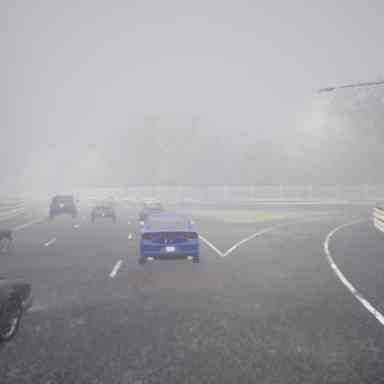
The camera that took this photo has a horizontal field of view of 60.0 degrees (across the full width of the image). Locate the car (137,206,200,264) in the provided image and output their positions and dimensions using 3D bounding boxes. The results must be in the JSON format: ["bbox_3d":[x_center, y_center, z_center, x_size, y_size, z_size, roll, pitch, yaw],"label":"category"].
[{"bbox_3d":[-0.872,1.489,12.017,1.882,1.535,5.008,0,0,-6],"label":"car"}]

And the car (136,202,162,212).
[{"bbox_3d":[-3.164,1.522,25.387,2.128,1.511,4.902,0,0,-13],"label":"car"}]

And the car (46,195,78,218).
[{"bbox_3d":[-11.916,1.293,31.032,2.150,2.045,5.566,0,0,-17],"label":"car"}]

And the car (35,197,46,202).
[{"bbox_3d":[-37.992,1.813,84.062,4.718,1.301,1.895,0,0,41],"label":"car"}]

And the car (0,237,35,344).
[{"bbox_3d":[-3.570,1.565,3.346,2.033,1.411,5.357,0,0,-2],"label":"car"}]

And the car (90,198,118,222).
[{"bbox_3d":[-7.254,1.541,27.265,2.128,1.511,4.902,0,0,-15],"label":"car"}]

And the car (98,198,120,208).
[{"bbox_3d":[-13.055,1.638,51.937,2.033,1.411,5.357,0,0,-28],"label":"car"}]

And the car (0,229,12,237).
[{"bbox_3d":[-7.622,1.640,10.641,1.895,1.301,4.718,0,0,-6],"label":"car"}]
